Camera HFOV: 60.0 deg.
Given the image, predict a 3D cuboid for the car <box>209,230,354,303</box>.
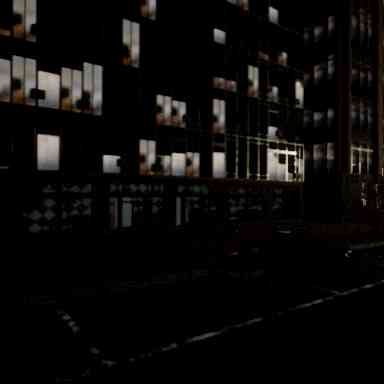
[{"bbox_3d":[2.371,1.638,8.245,4.206,1.307,1.802,1,0,-35],"label":"car"}]
